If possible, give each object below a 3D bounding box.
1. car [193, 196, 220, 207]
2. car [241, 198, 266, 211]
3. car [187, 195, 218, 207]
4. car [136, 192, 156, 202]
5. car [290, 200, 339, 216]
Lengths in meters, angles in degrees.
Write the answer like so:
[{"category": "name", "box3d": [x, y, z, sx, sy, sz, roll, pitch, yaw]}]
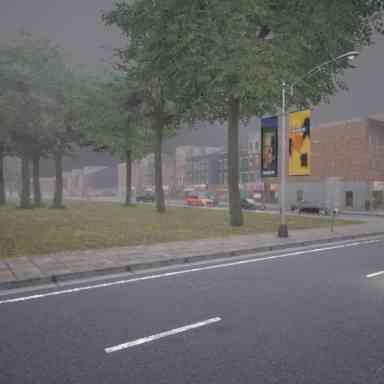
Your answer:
[{"category": "car", "box3d": [2.234, 1.454, 52.288, 1.812, 1.442, 4.674, 1, 0, -36]}, {"category": "car", "box3d": [6.883, 1.518, 40.721, 1.812, 1.442, 4.674, 1, 0, -36]}, {"category": "car", "box3d": [1.161, 1.272, 48.743, 2.097, 1.767, 4.553, 1, 0, -35]}, {"category": "car", "box3d": [-9.614, 1.071, 68.860, 2.150, 2.045, 5.566, 1, 0, -36]}, {"category": "car", "box3d": [12.213, 1.568, 33.265, 2.128, 1.511, 4.902, 1, 0, -36]}]
